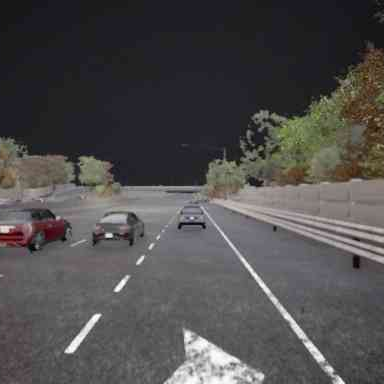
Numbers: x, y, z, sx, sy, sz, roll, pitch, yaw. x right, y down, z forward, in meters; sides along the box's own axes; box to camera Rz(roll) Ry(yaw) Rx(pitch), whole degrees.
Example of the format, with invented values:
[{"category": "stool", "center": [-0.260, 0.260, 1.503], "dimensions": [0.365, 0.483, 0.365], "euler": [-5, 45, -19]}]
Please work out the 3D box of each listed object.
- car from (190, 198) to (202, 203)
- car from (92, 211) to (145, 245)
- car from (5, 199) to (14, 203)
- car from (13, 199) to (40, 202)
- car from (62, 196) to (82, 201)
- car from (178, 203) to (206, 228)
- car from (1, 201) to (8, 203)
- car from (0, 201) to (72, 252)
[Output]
[{"category": "car", "center": [0.736, 2.241, 81.989], "dimensions": [1.994, 1.385, 4.181], "euler": [0, -1, 8]}, {"category": "car", "center": [-3.407, 1.633, 15.963], "dimensions": [1.812, 1.442, 4.674], "euler": [0, 0, 0]}, {"category": "car", "center": [-28.029, 1.901, 51.383], "dimensions": [1.837, 1.490, 4.892], "euler": [0, 2, 1]}, {"category": "car", "center": [-24.534, 1.892, 50.584], "dimensions": [1.837, 1.490, 4.892], "euler": [0, 1, 1]}, {"category": "car", "center": [-21.030, 1.687, 58.193], "dimensions": [2.150, 2.045, 5.566], "euler": [0, 0, 0]}, {"category": "car", "center": [-0.006, 1.710, 23.346], "dimensions": [2.033, 1.411, 5.357], "euler": [0, 0, 0]}, {"category": "car", "center": [-10.405, 1.448, 14.427], "dimensions": [2.097, 1.767, 4.553], "euler": [0, 0, 0]}, {"category": "car", "center": [-6.905, 1.448, 14.400], "dimensions": [2.097, 1.767, 4.553], "euler": [0, 0, 0]}]
